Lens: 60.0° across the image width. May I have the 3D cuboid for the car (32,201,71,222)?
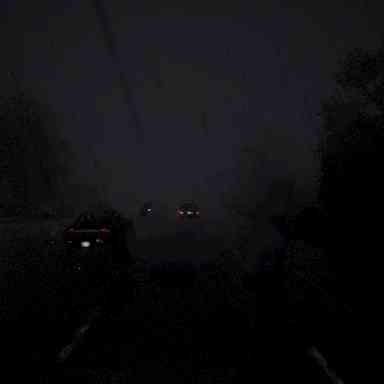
[{"bbox_3d":[-10.918,1.501,26.582,1.882,1.535,5.008,0,0,-1],"label":"car"}]

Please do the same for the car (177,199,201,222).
[{"bbox_3d":[-0.220,1.565,26.700,2.033,1.411,5.357,0,0,-1],"label":"car"}]

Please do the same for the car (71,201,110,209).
[{"bbox_3d":[-7.412,1.513,26.116,2.128,1.511,4.902,0,0,-1],"label":"car"}]

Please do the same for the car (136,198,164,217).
[{"bbox_3d":[-3.787,1.587,31.585,1.994,1.385,4.181,0,0,-1],"label":"car"}]

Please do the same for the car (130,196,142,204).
[{"bbox_3d":[-11.392,1.550,67.761,1.837,1.490,4.892,0,0,-1],"label":"car"}]

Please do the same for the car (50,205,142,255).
[{"bbox_3d":[-3.544,1.503,13.414,2.128,1.511,4.902,0,0,-1],"label":"car"}]
